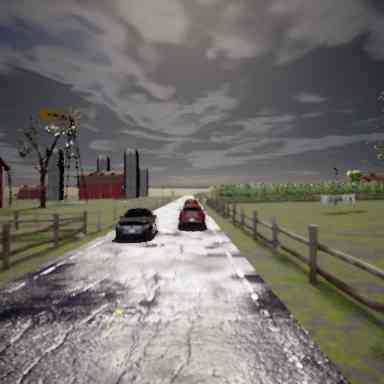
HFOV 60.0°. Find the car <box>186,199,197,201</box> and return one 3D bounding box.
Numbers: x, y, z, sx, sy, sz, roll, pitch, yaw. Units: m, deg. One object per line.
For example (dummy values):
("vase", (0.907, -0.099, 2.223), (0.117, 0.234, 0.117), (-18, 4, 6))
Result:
("car", (-0.067, 1.610, 41.123), (1.882, 1.535, 5.008), (0, 0, 0))

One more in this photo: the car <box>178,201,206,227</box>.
("car", (0.005, 1.597, 23.288), (1.812, 1.442, 4.674), (0, 0, 0))

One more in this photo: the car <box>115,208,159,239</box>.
("car", (-2.823, 1.585, 17.876), (1.812, 1.442, 4.674), (0, 0, 0))
